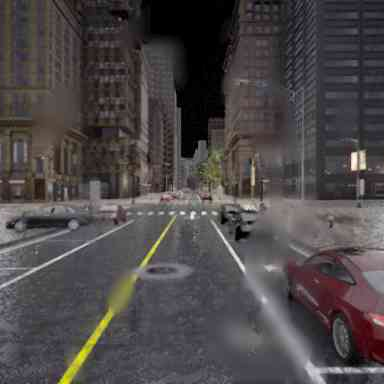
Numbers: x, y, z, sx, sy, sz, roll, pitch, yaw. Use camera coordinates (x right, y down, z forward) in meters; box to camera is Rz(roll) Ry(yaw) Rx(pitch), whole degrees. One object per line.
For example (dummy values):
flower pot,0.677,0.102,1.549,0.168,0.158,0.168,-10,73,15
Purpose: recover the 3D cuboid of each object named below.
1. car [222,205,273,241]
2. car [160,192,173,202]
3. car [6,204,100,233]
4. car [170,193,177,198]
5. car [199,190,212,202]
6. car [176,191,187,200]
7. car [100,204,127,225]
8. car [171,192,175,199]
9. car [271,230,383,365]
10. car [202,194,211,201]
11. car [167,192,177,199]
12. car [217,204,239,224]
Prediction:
car,2.772,1.534,16.349,1.947,1.339,4.313,0,0,0
car,-5.477,1.269,67.089,1.887,1.381,4.507,0,0,0
car,-7.491,1.352,17.798,4.403,1.369,2.008,-1,1,-9
car,-5.289,1.103,94.790,1.802,1.307,4.206,1,0,0
car,3.050,1.039,67.032,2.192,1.841,5.009,0,0,0
car,-2.627,1.158,80.765,2.128,1.511,4.902,0,0,0
car,-5.751,1.526,23.723,1.802,1.307,4.206,0,0,0
car,-5.439,1.239,72.629,2.008,1.369,4.403,0,0,0
car,2.767,1.574,5.547,1.802,1.307,4.206,0,0,0
car,3.086,1.233,72.574,1.887,1.381,4.507,0,0,0
car,-5.324,0.883,89.248,2.192,1.841,5.009,1,0,0
car,2.775,1.510,23.714,1.947,1.339,4.313,0,0,0
